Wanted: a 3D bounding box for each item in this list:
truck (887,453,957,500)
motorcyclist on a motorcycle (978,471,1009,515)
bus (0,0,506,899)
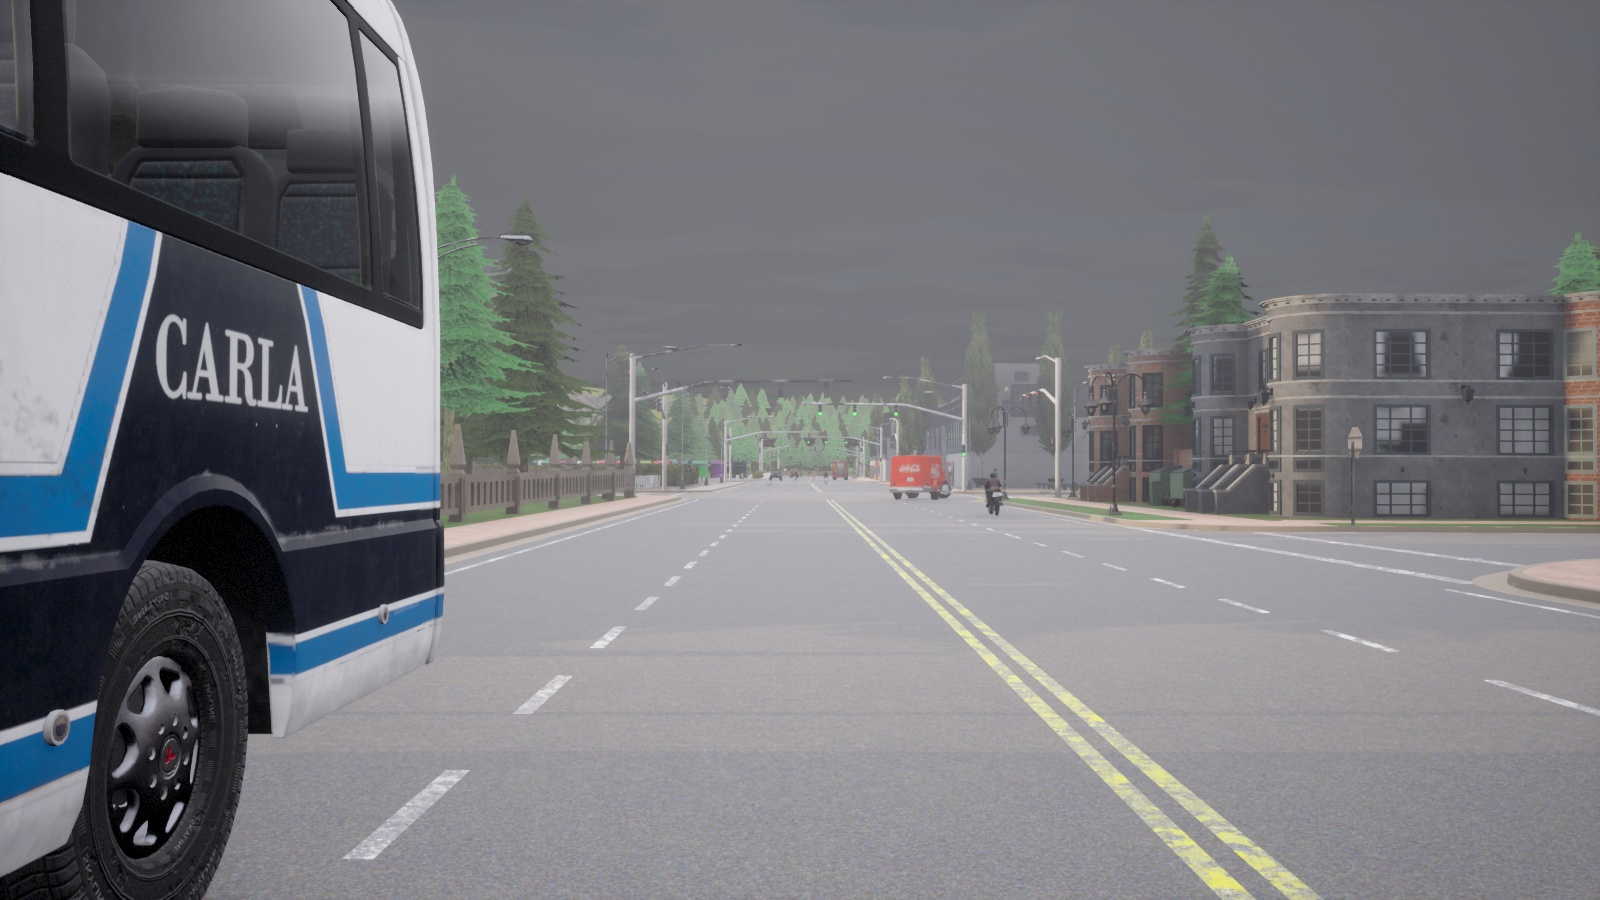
[{"bbox_3d":[6.970,1.491,71.108,2.627,2.467,5.204,-2,-2,21],"label":"truck"},{"bbox_3d":[6.898,1.520,44.800,0.797,1.523,2.044,0,-1,0],"label":"motorcyclist on a motorcycle"},{"bbox_3d":[-3.508,-0.523,1.472,3.944,4.253,10.273,0,-1,0],"label":"bus"}]
